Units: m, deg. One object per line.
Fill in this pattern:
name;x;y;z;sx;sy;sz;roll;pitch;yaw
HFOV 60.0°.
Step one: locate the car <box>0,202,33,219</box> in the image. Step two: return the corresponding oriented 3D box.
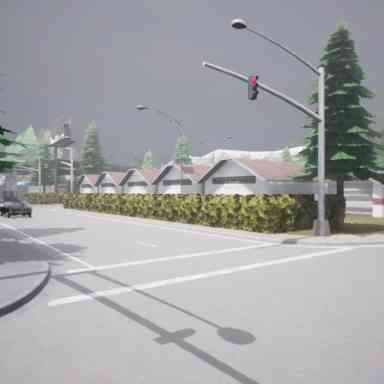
car;-15.403;1.544;29.137;1.895;1.301;4.718;0;0;-37
